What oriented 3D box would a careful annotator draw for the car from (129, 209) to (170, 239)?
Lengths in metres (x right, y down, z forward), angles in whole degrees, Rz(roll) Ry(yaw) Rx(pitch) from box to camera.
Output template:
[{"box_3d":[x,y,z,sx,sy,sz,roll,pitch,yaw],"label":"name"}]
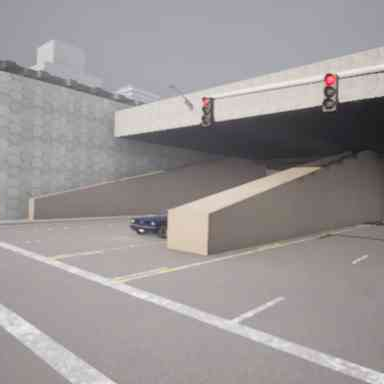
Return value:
[{"box_3d":[-0.941,1.546,17.352,1.895,1.301,4.718,2,0,41],"label":"car"}]
